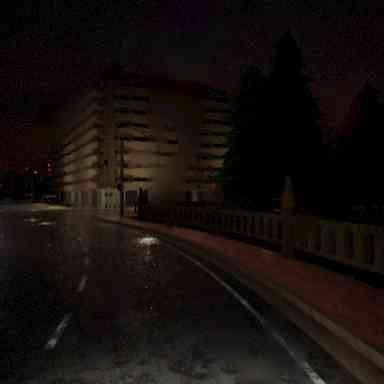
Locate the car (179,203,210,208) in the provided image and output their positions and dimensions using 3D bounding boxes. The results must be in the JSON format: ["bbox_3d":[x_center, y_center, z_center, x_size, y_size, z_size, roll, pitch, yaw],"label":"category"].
[{"bbox_3d":[0.398,2.013,43.966,4.892,1.490,1.837,1,-1,-31],"label":"car"}]

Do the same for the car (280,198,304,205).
[{"bbox_3d":[19.741,1.983,63.736,4.553,1.767,2.097,0,-1,-31],"label":"car"}]

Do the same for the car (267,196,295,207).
[{"bbox_3d":[17.839,1.867,66.664,5.566,2.045,2.150,0,-1,-31],"label":"car"}]
